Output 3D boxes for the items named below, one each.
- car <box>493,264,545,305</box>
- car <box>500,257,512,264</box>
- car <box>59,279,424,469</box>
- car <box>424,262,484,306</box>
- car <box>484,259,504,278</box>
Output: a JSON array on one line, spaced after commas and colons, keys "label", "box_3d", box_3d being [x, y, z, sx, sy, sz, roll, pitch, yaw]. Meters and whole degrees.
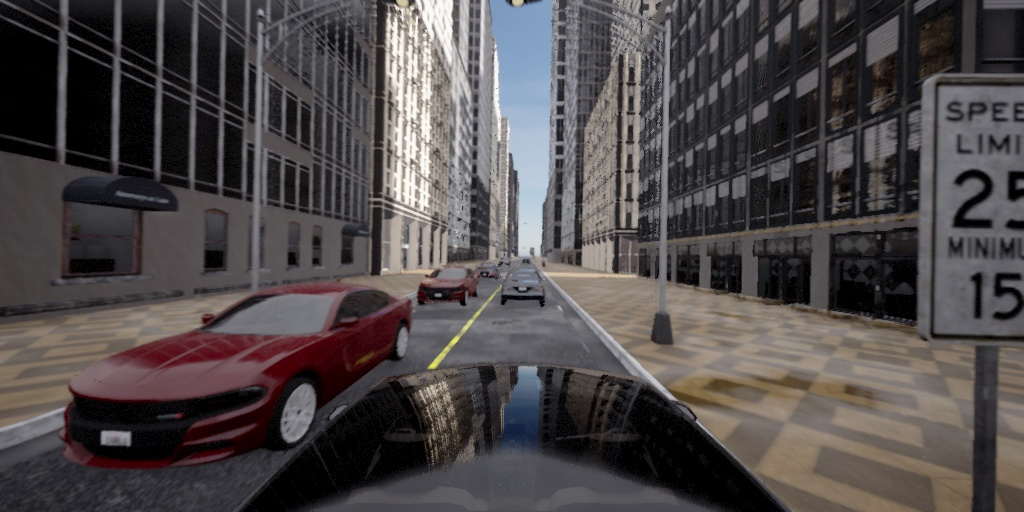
[{"label": "car", "box_3d": [0.502, 1.286, 16.027, 2.033, 1.411, 5.357, 1, 0, 2]}, {"label": "car", "box_3d": [-1.028, 0.867, 52.120, 1.837, 1.490, 4.892, 1, 0, 2]}, {"label": "car", "box_3d": [-3.016, 1.160, 5.315, 1.882, 1.535, 5.008, 1, 0, 2]}, {"label": "car", "box_3d": [-2.604, 1.153, 15.598, 1.882, 1.535, 5.008, 1, 0, 2]}, {"label": "car", "box_3d": [-2.031, 1.228, 29.502, 1.994, 1.385, 4.181, 1, 0, 3]}]
